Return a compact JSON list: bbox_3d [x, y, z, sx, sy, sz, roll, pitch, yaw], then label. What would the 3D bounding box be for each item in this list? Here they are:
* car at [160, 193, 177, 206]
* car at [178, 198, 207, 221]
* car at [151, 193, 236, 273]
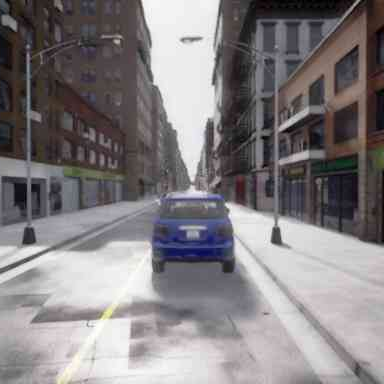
[{"bbox_3d":[-3.063,0.934,44.349,1.837,1.490,4.892,0,1,0],"label":"car"},{"bbox_3d":[0.063,1.229,25.305,2.033,1.411,5.357,0,1,1],"label":"car"},{"bbox_3d":[0.052,1.084,10.388,2.150,2.045,5.566,0,0,1],"label":"car"}]
